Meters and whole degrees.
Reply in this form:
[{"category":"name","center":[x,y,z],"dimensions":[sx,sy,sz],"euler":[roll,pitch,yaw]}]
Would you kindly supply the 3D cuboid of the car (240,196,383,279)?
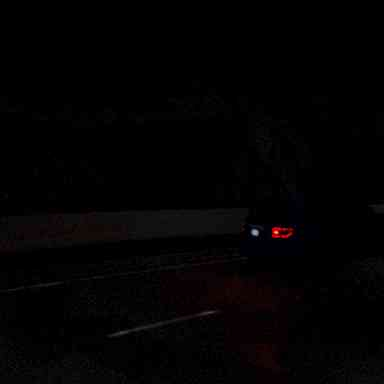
[{"category":"car","center":[4.081,1.142,9.872],"dimensions":[5.566,2.045,2.150],"euler":[0,0,-25]}]
